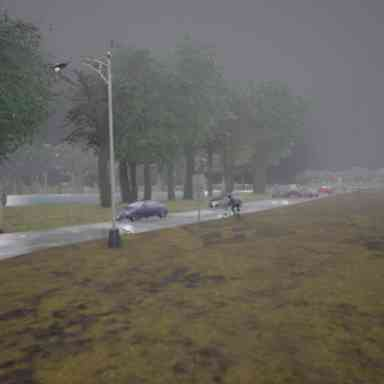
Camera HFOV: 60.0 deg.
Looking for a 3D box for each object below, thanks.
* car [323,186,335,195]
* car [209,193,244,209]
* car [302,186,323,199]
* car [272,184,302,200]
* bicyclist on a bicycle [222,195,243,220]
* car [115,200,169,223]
[{"bbox_3d":[22.401,-0.304,55.465,1.882,1.535,5.008,-2,1,35],"label":"car"},{"bbox_3d":[3.493,0.885,33.651,2.128,1.511,4.902,-2,1,35],"label":"car"},{"bbox_3d":[16.469,0.119,47.008,2.128,1.511,4.902,-2,1,35],"label":"car"},{"bbox_3d":[13.327,-0.025,47.543,2.150,2.045,5.566,-2,1,36],"label":"car"},{"bbox_3d":[2.663,1.043,22.061,1.656,1.620,0.582,-1,1,35],"label":"bicyclist on a bicycle"},{"bbox_3d":[-3.551,1.295,23.620,1.812,1.442,4.674,-2,0,35],"label":"car"}]
